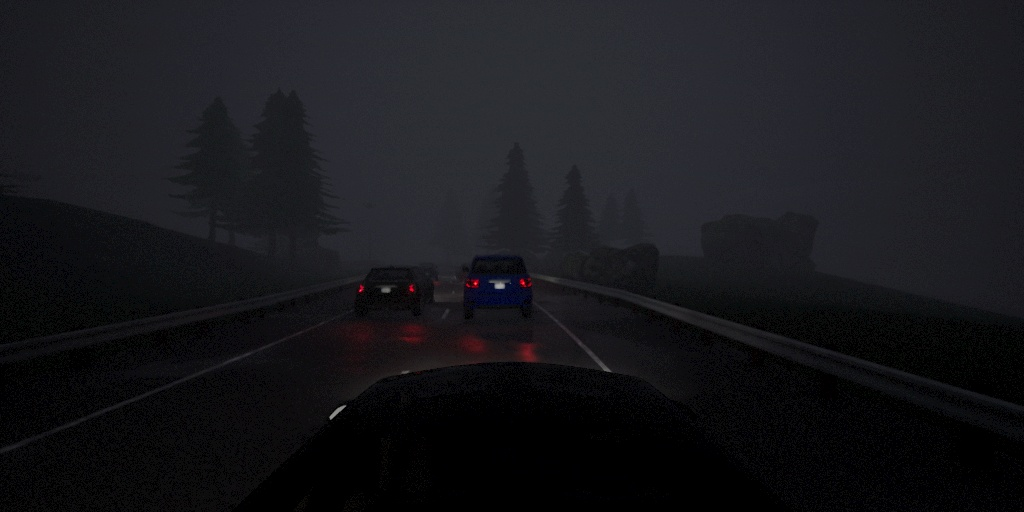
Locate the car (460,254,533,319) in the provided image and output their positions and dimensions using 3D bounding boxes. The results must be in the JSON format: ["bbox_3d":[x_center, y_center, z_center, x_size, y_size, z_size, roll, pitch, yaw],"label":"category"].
[{"bbox_3d":[-0.612,0.965,13.056,2.150,2.045,5.566,0,0,-5],"label":"car"}]

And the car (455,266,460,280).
[{"bbox_3d":[-3.695,1.305,30.604,1.994,1.385,4.181,0,0,-14],"label":"car"}]

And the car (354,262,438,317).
[{"bbox_3d":[-4.204,1.107,13.512,2.097,1.767,4.553,0,0,-5],"label":"car"}]
